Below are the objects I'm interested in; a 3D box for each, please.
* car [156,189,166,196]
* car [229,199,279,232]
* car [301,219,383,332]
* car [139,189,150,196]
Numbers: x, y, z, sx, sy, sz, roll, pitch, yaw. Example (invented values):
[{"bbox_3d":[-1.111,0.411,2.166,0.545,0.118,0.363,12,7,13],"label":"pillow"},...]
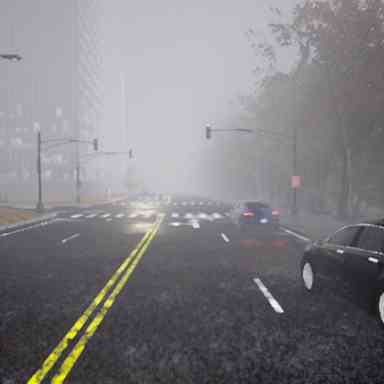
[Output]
[{"bbox_3d":[-6.225,0.050,66.746,1.812,1.442,4.674,0,1,-4],"label":"car"},{"bbox_3d":[3.051,1.103,16.966,1.812,1.442,4.674,-3,0,-3],"label":"car"},{"bbox_3d":[3.337,1.208,5.493,1.837,1.490,4.892,0,-3,-1],"label":"car"},{"bbox_3d":[-9.457,0.078,66.438,2.033,1.411,5.357,0,1,-4],"label":"car"}]
